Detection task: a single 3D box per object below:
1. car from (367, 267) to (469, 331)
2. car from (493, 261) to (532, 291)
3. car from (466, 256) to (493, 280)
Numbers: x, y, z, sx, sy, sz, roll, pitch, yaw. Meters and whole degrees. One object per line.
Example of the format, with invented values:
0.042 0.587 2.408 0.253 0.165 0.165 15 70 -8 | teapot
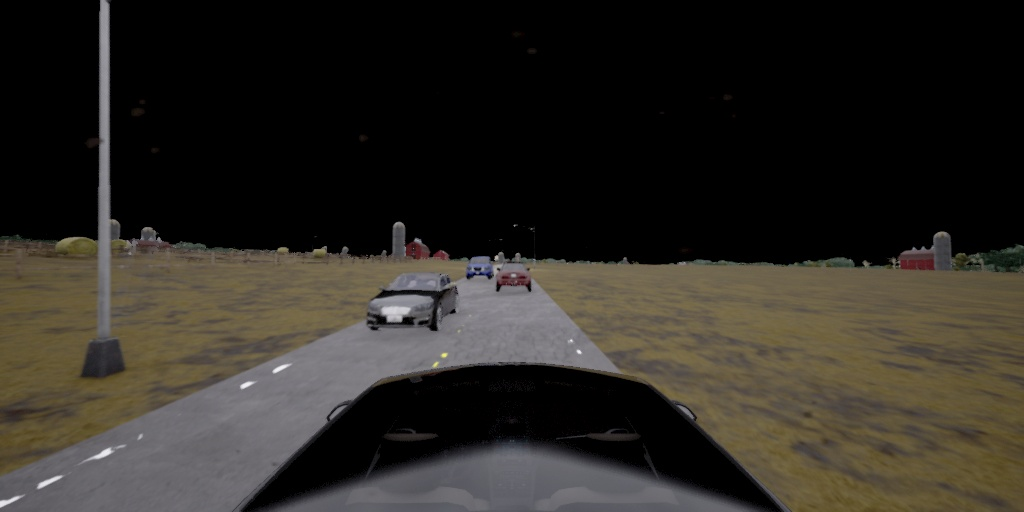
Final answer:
-2.814 1.254 11.112 2.128 1.511 4.902 0 0 1 | car
0.098 1.146 22.597 2.097 1.767 4.553 0 0 0 | car
-2.849 1.059 32.575 2.150 2.045 5.566 0 0 0 | car
